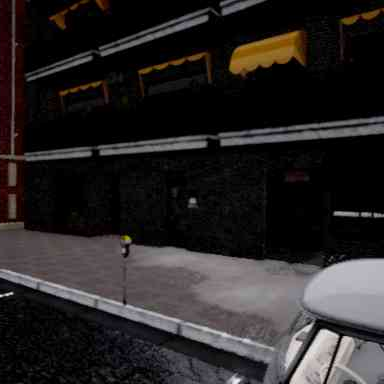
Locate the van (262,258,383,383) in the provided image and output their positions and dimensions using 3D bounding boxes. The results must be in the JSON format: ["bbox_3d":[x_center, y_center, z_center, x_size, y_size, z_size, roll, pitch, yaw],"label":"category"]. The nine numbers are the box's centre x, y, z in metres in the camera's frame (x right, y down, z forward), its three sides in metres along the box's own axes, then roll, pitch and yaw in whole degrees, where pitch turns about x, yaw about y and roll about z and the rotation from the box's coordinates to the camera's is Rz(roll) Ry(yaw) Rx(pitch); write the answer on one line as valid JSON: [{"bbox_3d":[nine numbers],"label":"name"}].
[{"bbox_3d":[2.184,1.347,1.305,3.998,1.788,1.690,0,1,36],"label":"van"}]
